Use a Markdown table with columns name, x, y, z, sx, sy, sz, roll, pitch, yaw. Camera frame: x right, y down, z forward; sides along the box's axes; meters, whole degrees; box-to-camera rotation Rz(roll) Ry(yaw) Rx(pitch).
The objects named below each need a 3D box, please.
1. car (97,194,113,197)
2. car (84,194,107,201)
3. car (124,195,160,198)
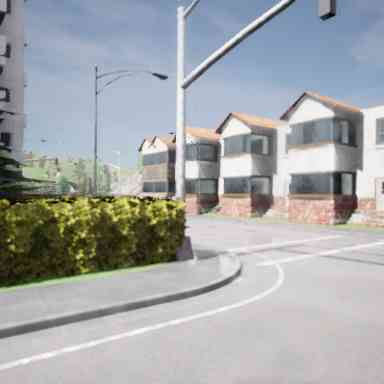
| name | x | y | z | sx | sy | sz | roll | pitch | yaw |
| --- | --- | --- | --- | --- | --- | --- | --- | --- | --- |
| car | -19.330 | 1.467 | 75.591 | 3.806 | 1.475 | 1.970 | 1 | 0 | -37 |
| car | -23.393 | 1.385 | 80.569 | 5.027 | 1.636 | 2.152 | 1 | 0 | -37 |
| car | -2.787 | 1.305 | 22.559 | 2.150 | 2.045 | 5.566 | 1 | 0 | -36 |
